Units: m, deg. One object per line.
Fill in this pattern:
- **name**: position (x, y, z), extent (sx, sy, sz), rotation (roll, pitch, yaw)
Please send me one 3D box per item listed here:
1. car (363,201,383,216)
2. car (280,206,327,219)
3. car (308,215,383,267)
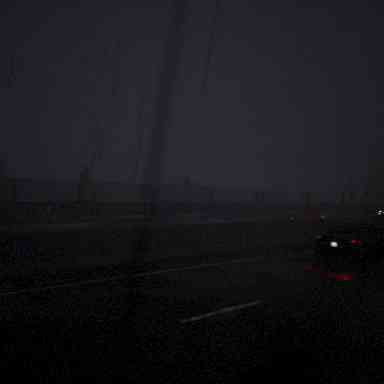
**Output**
- **car**: position (17.861, 1.722, 29.506), extent (5.566, 2.045, 2.150), rotation (1, -1, -20)
- **car**: position (10.025, 1.975, 29.968), extent (4.181, 1.385, 1.994), rotation (1, -1, -24)
- **car**: position (6.464, 1.748, 12.153), extent (4.181, 1.385, 1.994), rotation (1, -1, -31)
